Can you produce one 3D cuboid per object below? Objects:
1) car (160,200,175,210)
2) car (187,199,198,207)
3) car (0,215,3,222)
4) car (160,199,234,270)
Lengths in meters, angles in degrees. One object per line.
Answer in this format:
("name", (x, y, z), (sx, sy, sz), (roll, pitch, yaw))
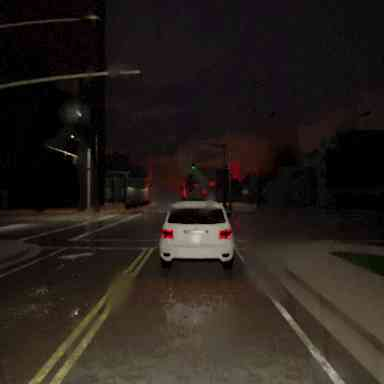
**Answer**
("car", (-3.585, 1.959, 49.862), (1.994, 1.385, 4.181), (0, 0, 0))
("car", (0.139, 2.078, 64.928), (1.994, 1.385, 4.181), (0, 0, 1))
("car", (-16.474, 1.828, 24.435), (4.674, 1.442, 1.812), (-1, 0, 0))
("car", (0.222, 1.316, 11.601), (2.150, 2.045, 5.566), (0, 0, 2))
